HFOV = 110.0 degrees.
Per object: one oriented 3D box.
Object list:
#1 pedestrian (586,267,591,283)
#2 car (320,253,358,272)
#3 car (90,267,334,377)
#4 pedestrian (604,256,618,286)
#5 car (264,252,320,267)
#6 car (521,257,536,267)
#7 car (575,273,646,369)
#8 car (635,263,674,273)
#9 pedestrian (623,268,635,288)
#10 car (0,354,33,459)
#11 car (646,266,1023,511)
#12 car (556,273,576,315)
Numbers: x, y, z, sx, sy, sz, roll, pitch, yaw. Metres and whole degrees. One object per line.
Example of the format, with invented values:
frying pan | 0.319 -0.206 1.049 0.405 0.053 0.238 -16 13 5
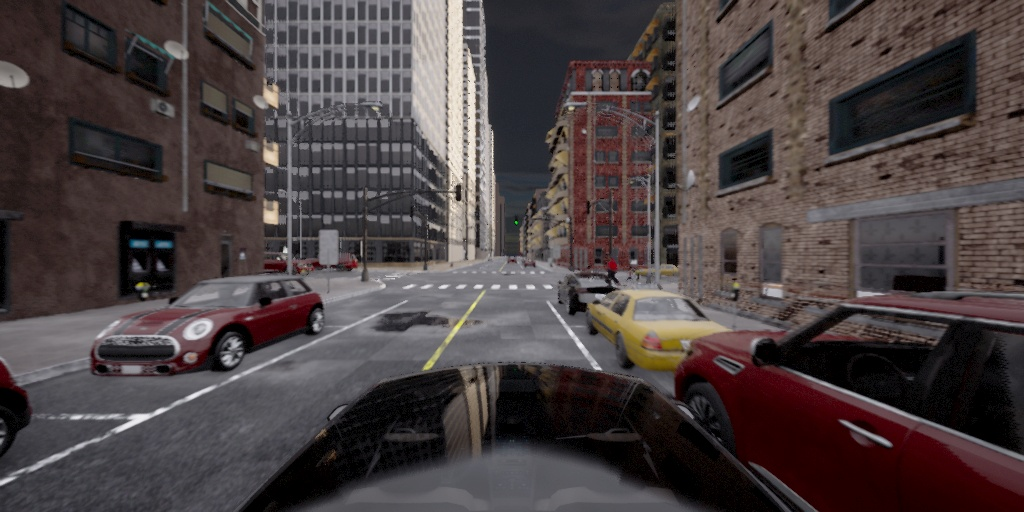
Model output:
pedestrian | 4.533 0.784 21.093 0.375 1.860 0.375 0 0 0
car | -17.702 0.607 35.086 5.009 1.841 2.192 0 0 0
car | -5.688 1.161 7.357 1.967 1.591 4.097 0 0 0
pedestrian | 5.656 0.794 20.492 0.375 1.860 0.375 0 0 0
car | -17.569 0.631 26.707 5.009 1.841 2.192 0 0 0
car | 2.754 1.067 55.062 1.802 1.307 4.207 0 0 0
car | 2.692 1.246 7.527 1.751 1.417 4.829 0 0 0
car | 14.639 1.412 35.364 4.829 1.417 1.751 0 0 0
pedestrian | 6.539 0.797 19.868 0.375 1.860 0.375 0 0 0
car | -5.690 1.191 1.675 1.967 1.591 4.097 0 0 0
car | 2.690 1.065 1.675 2.192 1.841 5.009 0 0 0
car | 2.693 1.257 13.040 1.948 1.339 4.313 0 0 0
